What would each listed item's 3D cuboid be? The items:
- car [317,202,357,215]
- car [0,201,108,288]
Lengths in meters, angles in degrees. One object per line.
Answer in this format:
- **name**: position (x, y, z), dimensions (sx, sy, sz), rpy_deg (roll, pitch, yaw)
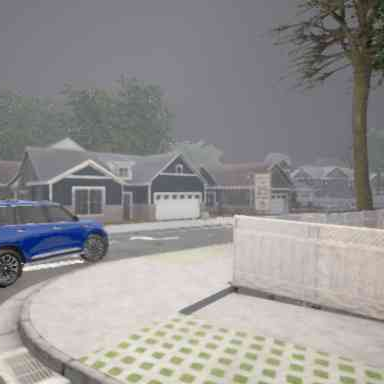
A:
- **car**: position (13.327, 1.717, 30.165), dimensions (4.892, 1.490, 1.837), rpy_deg (0, -1, -38)
- **car**: position (-4.810, 1.271, 9.727), dimensions (2.150, 2.045, 5.566), rpy_deg (-2, -1, 22)
